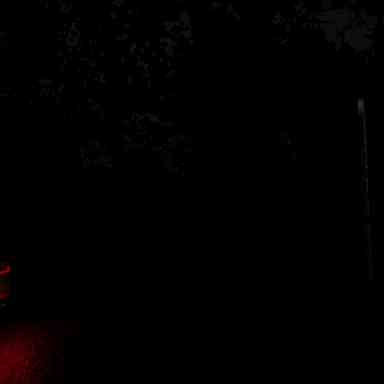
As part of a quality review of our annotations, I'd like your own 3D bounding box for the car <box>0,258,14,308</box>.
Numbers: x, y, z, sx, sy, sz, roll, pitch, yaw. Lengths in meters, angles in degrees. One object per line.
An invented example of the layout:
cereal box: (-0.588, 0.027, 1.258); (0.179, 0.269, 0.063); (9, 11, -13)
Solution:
car: (-5.622, 1.586, 6.759); (5.008, 1.535, 1.882); (-1, -1, 35)
